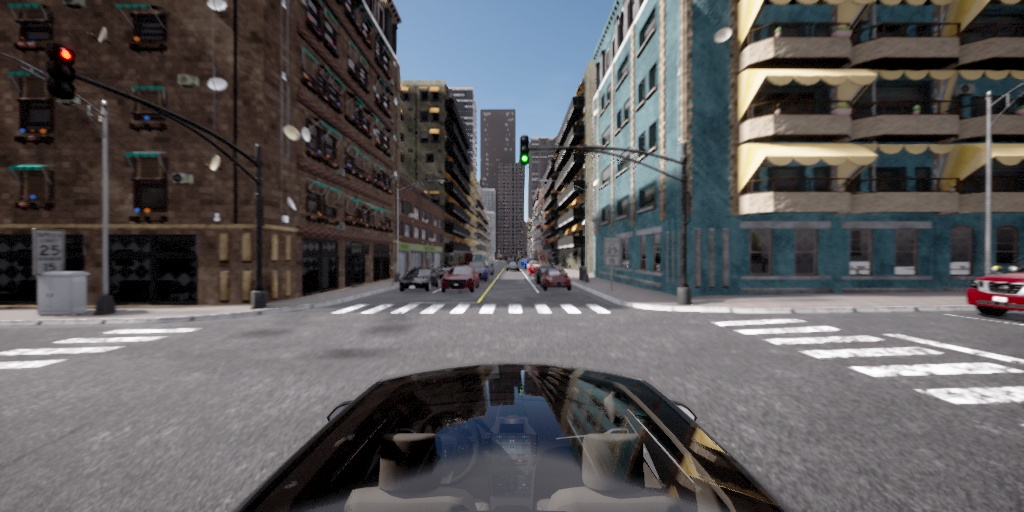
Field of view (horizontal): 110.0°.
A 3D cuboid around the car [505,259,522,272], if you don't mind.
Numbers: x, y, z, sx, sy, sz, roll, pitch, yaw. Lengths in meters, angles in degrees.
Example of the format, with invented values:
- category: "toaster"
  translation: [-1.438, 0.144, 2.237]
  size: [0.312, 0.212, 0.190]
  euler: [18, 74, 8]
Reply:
- category: "car"
  translation: [0.109, 1.558, 52.920]
  size: [1.994, 1.385, 4.181]
  euler: [0, 0, 0]

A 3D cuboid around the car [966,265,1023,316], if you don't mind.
- category: "car"
  translation: [15.774, 0.817, 9.767]
  size: [5.009, 1.841, 2.192]
  euler: [0, 0, 0]

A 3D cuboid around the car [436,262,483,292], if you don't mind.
- category: "car"
  translation: [-3.096, 1.322, 22.325]
  size: [1.882, 1.535, 5.008]
  euler: [0, 0, 0]

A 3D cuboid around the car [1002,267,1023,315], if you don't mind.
- category: "car"
  translation: [13.731, 1.032, 7.157]
  size: [4.902, 1.511, 2.128]
  euler: [-1, 0, -1]

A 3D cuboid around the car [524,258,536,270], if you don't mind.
- category: "car"
  translation: [3.158, 1.453, 53.369]
  size: [1.801, 1.575, 5.366]
  euler: [0, 0, 0]

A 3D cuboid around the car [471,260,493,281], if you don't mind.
- category: "car"
  translation: [-3.092, 1.240, 31.506]
  size: [2.097, 1.767, 4.553]
  euler: [0, 0, 0]

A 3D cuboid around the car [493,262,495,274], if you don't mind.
- category: "car"
  translation: [-3.073, 1.501, 41.432]
  size: [1.994, 1.385, 4.181]
  euler: [0, 0, 1]

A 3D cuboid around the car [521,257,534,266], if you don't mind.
- category: "car"
  translation: [3.115, 1.259, 60.210]
  size: [2.150, 2.045, 5.566]
  euler: [0, 0, 0]

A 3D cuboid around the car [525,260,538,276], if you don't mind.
- category: "car"
  translation: [2.695, 1.471, 39.178]
  size: [1.888, 1.381, 4.507]
  euler: [0, 0, 0]

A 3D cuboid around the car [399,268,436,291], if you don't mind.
- category: "car"
  translation: [-5.689, 1.411, 22.621]
  size: [1.948, 1.339, 4.313]
  euler: [0, 0, 0]

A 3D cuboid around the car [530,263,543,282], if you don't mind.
- category: "car"
  translation: [2.693, 1.437, 28.131]
  size: [1.948, 1.339, 4.313]
  euler: [0, 0, 0]

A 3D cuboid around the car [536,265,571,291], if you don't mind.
- category: "car"
  translation: [2.693, 1.427, 22.608]
  size: [1.802, 1.307, 4.207]
  euler: [0, 0, 0]

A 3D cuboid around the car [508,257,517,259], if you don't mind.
- category: "car"
  translation: [0.049, 1.264, 62.333]
  size: [2.150, 2.045, 5.566]
  euler: [0, 0, 0]
